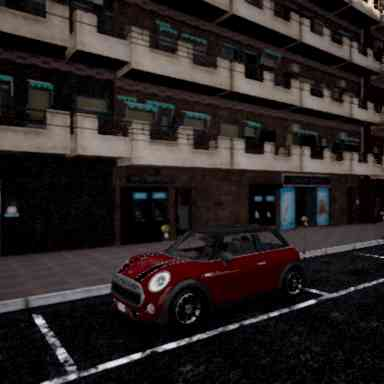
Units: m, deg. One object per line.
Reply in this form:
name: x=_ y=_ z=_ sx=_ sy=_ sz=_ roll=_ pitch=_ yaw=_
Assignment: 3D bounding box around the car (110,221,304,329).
car: x=0.419 y=1.456 z=6.883 sx=4.097 sy=1.590 sz=1.967 roll=0 pitch=-1 yaw=-35
